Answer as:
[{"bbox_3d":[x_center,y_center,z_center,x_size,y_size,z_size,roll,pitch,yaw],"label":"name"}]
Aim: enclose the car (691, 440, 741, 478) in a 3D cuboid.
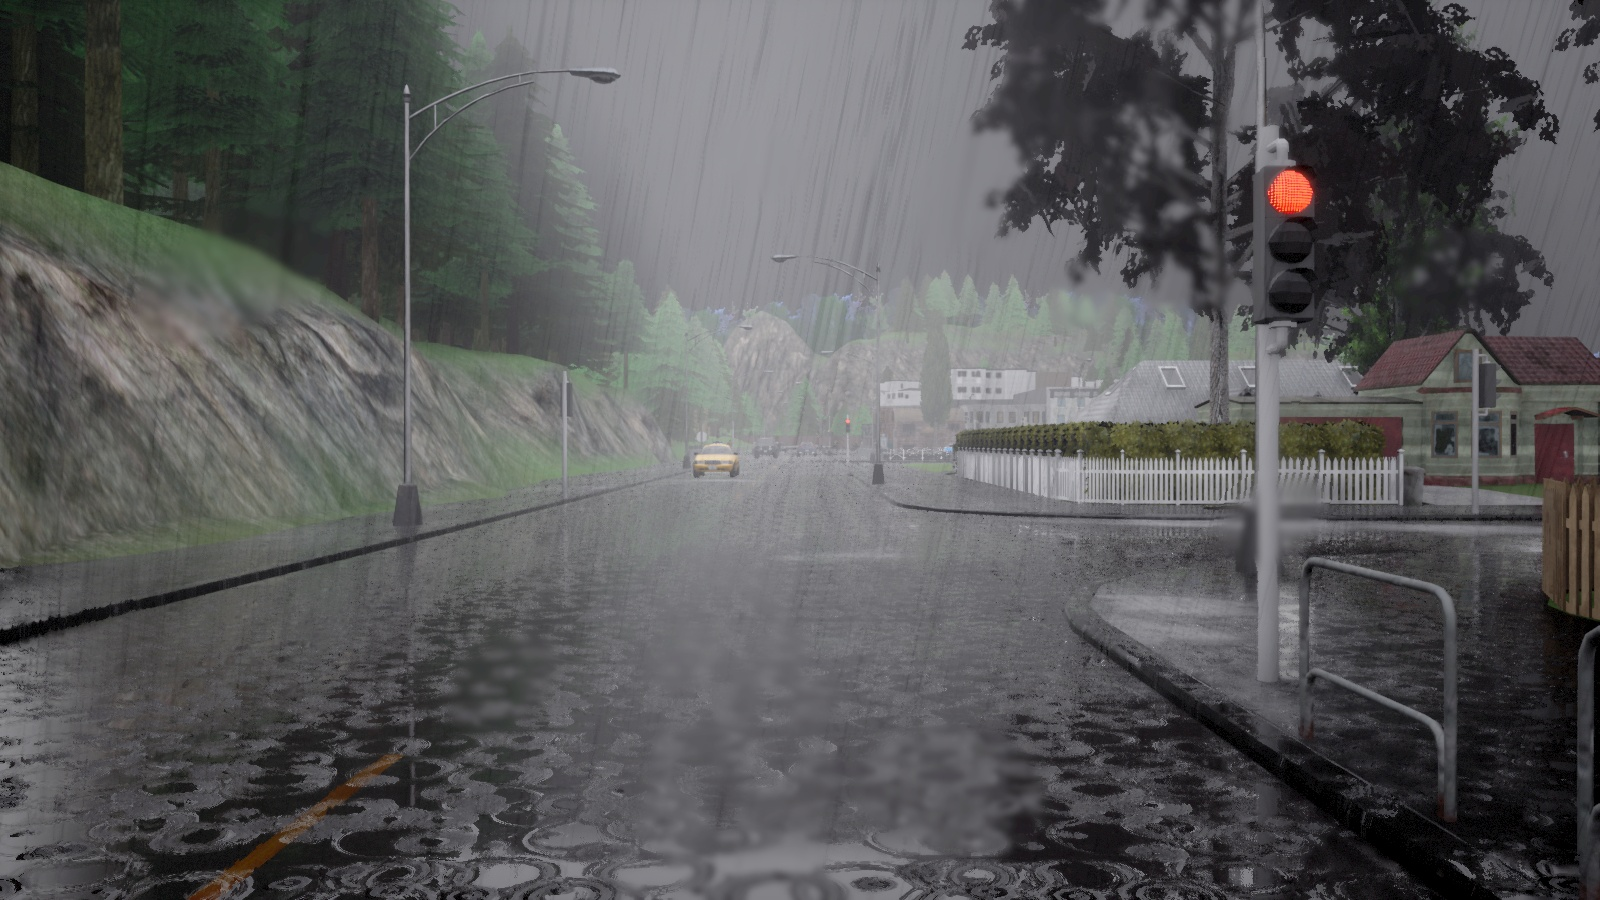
[{"bbox_3d":[-3.681,0.368,55.735,1.801,1.575,5.366,0,0,0],"label":"car"}]
